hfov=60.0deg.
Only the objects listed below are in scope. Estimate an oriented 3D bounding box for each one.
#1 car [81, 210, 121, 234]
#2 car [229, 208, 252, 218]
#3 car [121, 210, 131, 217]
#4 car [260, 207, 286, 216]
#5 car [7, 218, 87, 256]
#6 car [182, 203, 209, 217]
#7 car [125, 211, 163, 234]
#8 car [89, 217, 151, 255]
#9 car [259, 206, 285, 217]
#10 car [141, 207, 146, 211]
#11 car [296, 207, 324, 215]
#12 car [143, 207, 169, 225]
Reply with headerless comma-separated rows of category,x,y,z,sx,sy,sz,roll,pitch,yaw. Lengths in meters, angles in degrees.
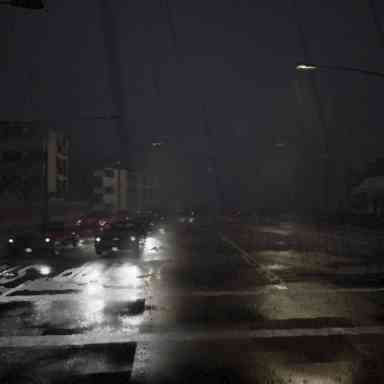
car,-6.969,2.157,24.660,2.097,1.767,4.553,0,-2,-1
car,7.114,3.014,48.152,1.895,1.301,4.718,-1,-2,30
car,-7.036,2.638,34.584,1.812,1.442,4.674,-1,-2,1
car,13.547,3.153,55.581,4.181,1.385,1.994,1,-2,-34
car,-6.729,2.130,15.773,1.895,1.301,4.718,0,-2,-2
car,0.561,2.784,51.087,2.150,2.045,5.566,-2,-3,30
car,-3.499,2.390,25.082,1.895,1.301,4.718,0,-2,-1
car,-3.236,2.105,15.922,1.895,1.301,4.718,0,-2,-2
car,11.601,2.874,48.821,1.882,1.535,5.008,-2,-2,38
car,-5.674,2.767,44.781,2.097,1.767,4.553,-1,-2,17
car,19.649,3.125,55.152,4.718,1.301,1.895,0,-2,-24
car,-3.500,2.605,35.186,1.837,1.490,4.892,-1,-1,3
